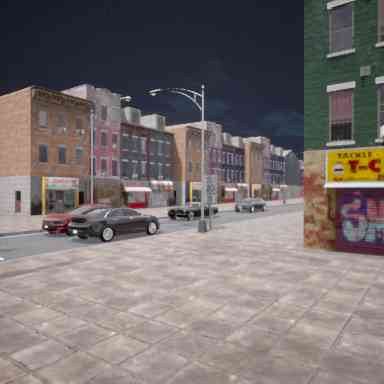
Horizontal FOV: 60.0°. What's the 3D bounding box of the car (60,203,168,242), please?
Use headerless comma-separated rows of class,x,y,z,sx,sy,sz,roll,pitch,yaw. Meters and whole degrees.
car,-3.595,1.443,16.210,1.837,1.490,4.892,0,0,36

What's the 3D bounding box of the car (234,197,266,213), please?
car,6.156,1.323,34.679,1.837,1.490,4.892,0,0,36

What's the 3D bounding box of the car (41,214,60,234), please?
car,-5.664,1.403,18.203,1.882,1.535,5.008,0,0,34

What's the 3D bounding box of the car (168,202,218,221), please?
car,0.120,1.473,26.291,1.895,1.301,4.718,0,0,36
